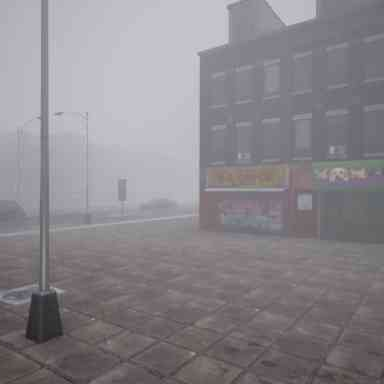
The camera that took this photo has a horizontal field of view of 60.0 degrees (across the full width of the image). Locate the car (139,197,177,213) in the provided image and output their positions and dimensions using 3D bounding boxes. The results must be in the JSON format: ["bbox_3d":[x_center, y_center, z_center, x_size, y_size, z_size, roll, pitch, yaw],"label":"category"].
[{"bbox_3d":[-3.702,1.369,36.548,1.882,1.535,5.008,0,0,35],"label":"car"}]

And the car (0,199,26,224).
[{"bbox_3d":[-13.730,1.308,22.212,2.097,1.767,4.553,0,0,34],"label":"car"}]
